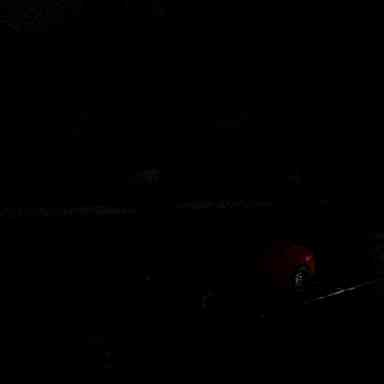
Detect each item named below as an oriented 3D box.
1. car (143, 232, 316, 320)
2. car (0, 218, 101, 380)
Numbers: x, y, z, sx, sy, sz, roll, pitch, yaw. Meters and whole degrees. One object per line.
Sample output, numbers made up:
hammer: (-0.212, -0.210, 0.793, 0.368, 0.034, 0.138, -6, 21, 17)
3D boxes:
car: (0.999, 1.581, 7.261, 4.206, 1.307, 1.802, 0, 0, -35)
car: (-3.631, 1.315, 3.968, 5.009, 1.841, 2.192, 0, 0, -35)
